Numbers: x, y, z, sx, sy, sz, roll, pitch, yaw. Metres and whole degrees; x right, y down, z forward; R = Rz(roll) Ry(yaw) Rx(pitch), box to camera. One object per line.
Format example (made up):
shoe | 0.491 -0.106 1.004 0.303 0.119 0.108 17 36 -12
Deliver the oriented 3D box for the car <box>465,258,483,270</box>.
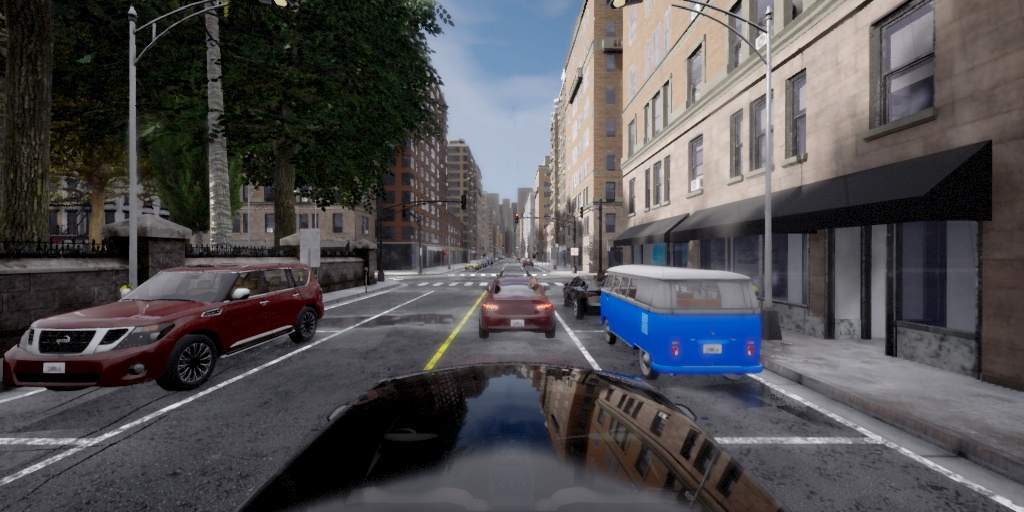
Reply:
car | -5.552 1.248 50.467 1.751 1.417 4.829 0 0 0

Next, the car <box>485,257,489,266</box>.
car | -5.525 1.265 61.538 1.888 1.381 4.507 0 0 0

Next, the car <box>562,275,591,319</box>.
car | 2.883 1.313 12.628 1.948 1.339 4.313 0 0 0

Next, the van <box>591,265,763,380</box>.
van | 2.869 1.090 6.968 1.690 1.789 3.998 0 0 0

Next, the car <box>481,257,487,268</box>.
car | -5.538 1.271 56.087 2.007 1.370 4.403 0 0 0

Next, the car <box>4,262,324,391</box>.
car | -5.656 1.064 6.948 2.192 1.841 5.009 0 0 0

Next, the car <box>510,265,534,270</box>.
car | 0.116 1.345 18.831 1.895 1.301 4.718 0 0 -1

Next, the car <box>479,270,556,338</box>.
car | 0.125 1.274 10.009 1.812 1.442 4.674 0 0 0
